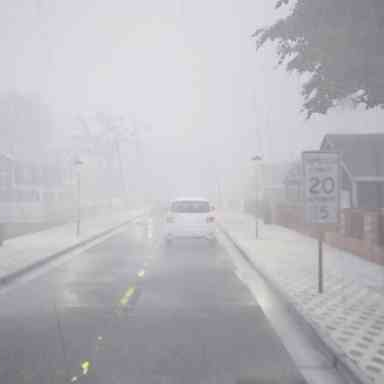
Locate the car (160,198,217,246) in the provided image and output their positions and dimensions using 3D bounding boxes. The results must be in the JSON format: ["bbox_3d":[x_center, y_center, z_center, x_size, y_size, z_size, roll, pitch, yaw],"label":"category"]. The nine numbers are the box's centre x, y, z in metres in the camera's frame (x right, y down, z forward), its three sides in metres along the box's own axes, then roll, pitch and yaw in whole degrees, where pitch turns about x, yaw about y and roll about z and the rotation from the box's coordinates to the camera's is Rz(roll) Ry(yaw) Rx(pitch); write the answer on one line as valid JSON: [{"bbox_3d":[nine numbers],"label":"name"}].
[{"bbox_3d":[-0.074,1.274,15.544,2.150,2.045,5.566,0,0,0],"label":"car"}]

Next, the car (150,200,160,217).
[{"bbox_3d":[-2.907,1.583,32.120,1.837,1.490,4.892,0,-1,0],"label":"car"}]
